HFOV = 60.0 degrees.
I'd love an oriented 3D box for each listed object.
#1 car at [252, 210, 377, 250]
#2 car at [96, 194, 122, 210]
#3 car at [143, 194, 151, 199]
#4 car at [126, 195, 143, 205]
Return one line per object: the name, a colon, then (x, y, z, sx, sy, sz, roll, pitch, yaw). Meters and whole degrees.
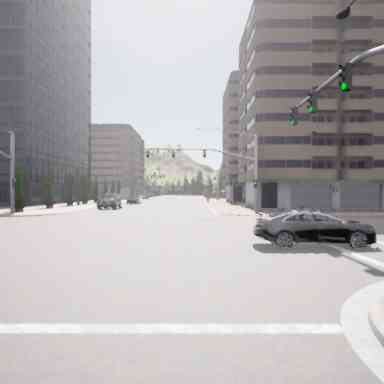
car: (4.983, 1.493, 13.779, 4.902, 1.511, 2.128, 0, 0, 0)
car: (-10.522, 1.222, 42.668, 2.150, 2.045, 5.566, 0, 0, 0)
car: (-10.368, 1.094, 75.141, 1.882, 1.535, 5.008, 0, 0, 0)
car: (-10.462, 1.602, 59.431, 1.895, 1.301, 4.718, 0, 0, 1)
